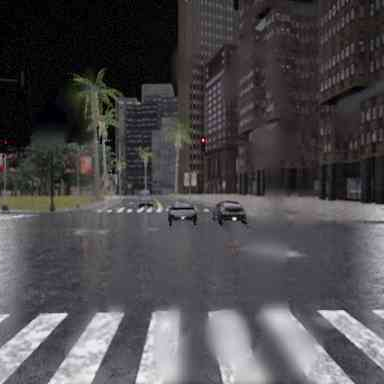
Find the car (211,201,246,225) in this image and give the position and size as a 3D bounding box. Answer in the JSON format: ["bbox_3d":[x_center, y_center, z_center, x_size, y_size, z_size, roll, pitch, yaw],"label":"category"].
[{"bbox_3d":[2.537,1.400,23.528,1.837,1.490,4.892,0,1,-3],"label":"car"}]

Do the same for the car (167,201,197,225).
[{"bbox_3d":[-0.718,1.395,23.427,2.128,1.511,4.902,0,1,-3],"label":"car"}]

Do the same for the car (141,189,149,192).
[{"bbox_3d":[-10.396,0.443,73.493,2.150,2.045,5.566,0,1,-11],"label":"car"}]

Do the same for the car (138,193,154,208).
[{"bbox_3d":[-5.733,1.218,41.694,2.033,1.411,5.357,0,1,-6],"label":"car"}]
